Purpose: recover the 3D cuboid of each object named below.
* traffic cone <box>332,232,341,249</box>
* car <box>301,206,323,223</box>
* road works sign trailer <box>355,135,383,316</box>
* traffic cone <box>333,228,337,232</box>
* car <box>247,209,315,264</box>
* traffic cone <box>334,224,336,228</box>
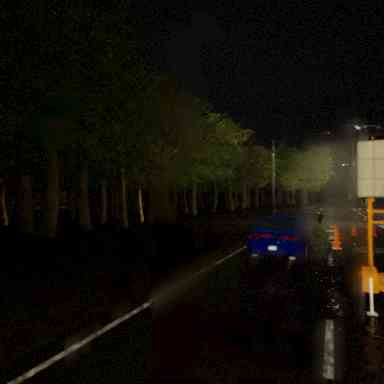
[{"bbox_3d":[6.188,2.128,14.200,0.340,0.580,0.340,-1,-1,23],"label":"traffic cone"},{"bbox_3d":[10.547,1.961,29.575,1.994,1.385,4.181,-1,-1,23],"label":"car"},{"bbox_3d":[4.853,0.539,7.190,2.380,3.560,2.880,-1,-1,23],"label":"road works sign trailer"},{"bbox_3d":[6.961,2.154,16.045,0.340,0.580,0.340,-1,-1,23],"label":"traffic cone"},{"bbox_3d":[3.471,1.635,12.670,1.882,1.535,5.008,-1,-1,23],"label":"car"},{"bbox_3d":[7.733,2.181,17.890,0.340,0.580,0.340,-1,-1,23],"label":"traffic cone"}]
